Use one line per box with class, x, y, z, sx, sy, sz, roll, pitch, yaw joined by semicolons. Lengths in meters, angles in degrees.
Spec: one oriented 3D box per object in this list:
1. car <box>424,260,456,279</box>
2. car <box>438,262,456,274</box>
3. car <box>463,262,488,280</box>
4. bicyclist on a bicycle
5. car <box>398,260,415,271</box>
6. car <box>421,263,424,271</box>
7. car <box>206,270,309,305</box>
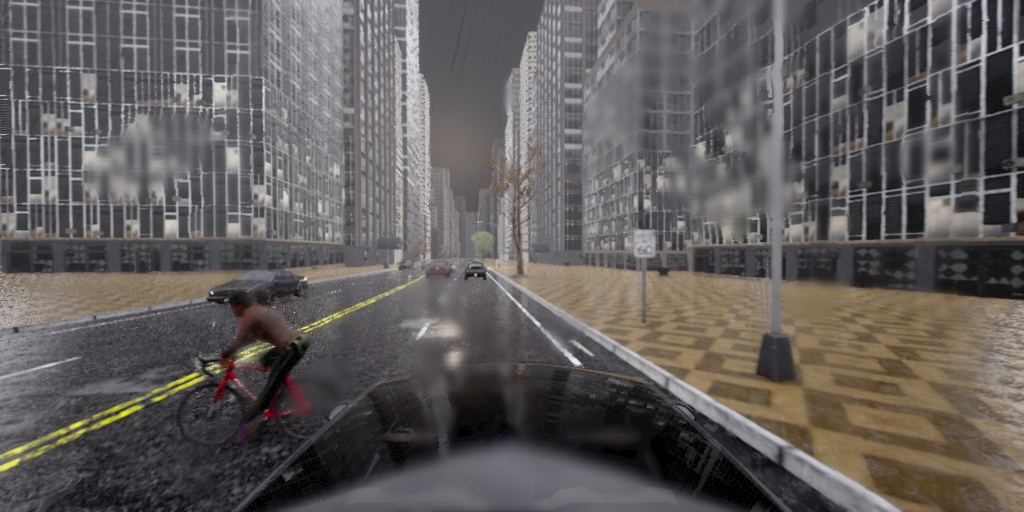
car;-6.696;1.177;33.694;2.097;1.767;4.553;0;0;-6
car;-7.915;1.448;44.172;1.895;1.301;4.718;0;0;-6
car;-3.246;1.316;31.913;1.837;1.490;4.892;0;0;-6
bicyclist on a bicycle;-2.706;1.214;3.849;1.656;1.620;0.582;-1;0;-6
car;-15.659;1.392;53.455;1.837;1.490;4.892;0;0;-6
car;-12.397;1.402;53.522;1.812;1.442;4.674;0;0;-6
car;-11.479;1.357;16.773;2.033;1.411;5.357;0;0;-7
